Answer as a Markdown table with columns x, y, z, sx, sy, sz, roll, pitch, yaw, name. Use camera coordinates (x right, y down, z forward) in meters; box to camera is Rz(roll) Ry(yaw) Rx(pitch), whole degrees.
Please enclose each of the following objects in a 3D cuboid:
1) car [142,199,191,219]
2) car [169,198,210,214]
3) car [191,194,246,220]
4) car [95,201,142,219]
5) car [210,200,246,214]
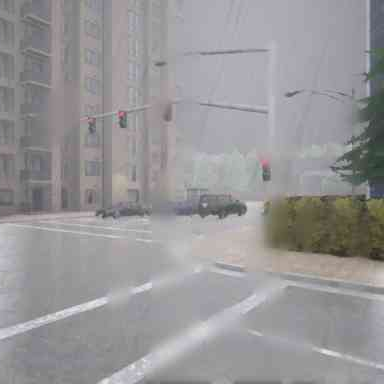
| x | y | z | sx | sy | sz | roll | pitch | yaw | name |
| --- | --- | --- | --- | --- | --- | --- | --- | --- | --- |
| -1.579 | 1.547 | 29.389 | 2.033 | 1.411 | 5.357 | 0 | 0 | 36 | car |
| -0.223 | 1.491 | 37.181 | 2.128 | 1.511 | 4.902 | 0 | 0 | 36 | car |
| 2.621 | 1.221 | 28.875 | 2.150 | 2.045 | 5.566 | 0 | 0 | 36 | car |
| -5.915 | 1.547 | 29.383 | 2.033 | 1.411 | 5.357 | 0 | 0 | 36 | car |
| 4.076 | 1.601 | 37.132 | 1.895 | 1.301 | 4.718 | 0 | 0 | 36 | car |
